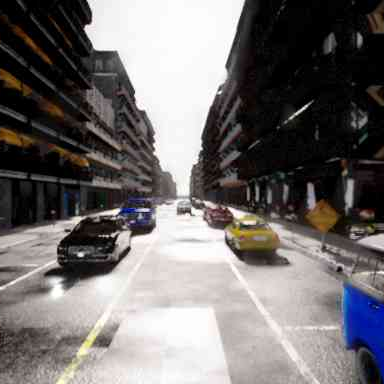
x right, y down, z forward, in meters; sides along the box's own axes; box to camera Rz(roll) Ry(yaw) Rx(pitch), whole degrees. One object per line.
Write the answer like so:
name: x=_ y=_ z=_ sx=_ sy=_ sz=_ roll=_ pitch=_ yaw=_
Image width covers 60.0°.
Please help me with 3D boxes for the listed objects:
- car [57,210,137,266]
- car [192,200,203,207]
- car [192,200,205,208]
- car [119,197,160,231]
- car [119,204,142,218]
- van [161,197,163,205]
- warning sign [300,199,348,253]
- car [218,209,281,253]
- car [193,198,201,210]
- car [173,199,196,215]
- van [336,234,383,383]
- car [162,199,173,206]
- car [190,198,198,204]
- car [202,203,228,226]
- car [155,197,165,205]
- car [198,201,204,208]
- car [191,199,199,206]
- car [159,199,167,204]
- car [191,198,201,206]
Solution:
car: x=-3.391 y=1.652 z=12.333 sx=1.837 sy=1.490 sz=4.892 roll=-1 pitch=-1 yaw=-2
car: x=0.988 y=2.202 z=64.804 sx=1.887 sy=1.381 sz=4.507 roll=-1 pitch=-1 yaw=-2
car: x=1.141 y=2.146 z=59.144 sx=2.008 sy=1.369 sz=4.403 roll=-1 pitch=-1 yaw=-2
car: x=-3.670 y=1.477 z=23.007 sx=2.150 sy=2.045 sz=5.566 roll=-1 pitch=-1 yaw=-2
car: x=-6.626 y=2.007 z=36.297 sx=1.802 sy=1.307 sz=4.206 roll=-1 pitch=-1 yaw=-2
van: x=-7.697 y=2.205 z=75.920 sx=1.690 sy=1.788 sz=3.998 roll=-1 pitch=-1 yaw=-2
warning sign: x=4.781 y=1.182 z=12.164 sx=1.300 sy=1.860 sz=1.060 roll=-1 pitch=-1 yaw=-2
car: x=2.357 y=1.634 z=14.037 sx=1.752 sy=1.417 sz=4.829 roll=0 pitch=-1 yaw=-2
car: x=1.293 y=2.084 z=53.484 sx=2.008 sy=1.369 sz=4.403 roll=-1 pitch=-1 yaw=-2
car: x=-0.928 y=1.952 z=39.408 sx=2.033 sy=1.411 sz=5.357 roll=-1 pitch=-1 yaw=-2
van: x=2.667 y=1.340 z=2.550 sx=1.690 sy=1.788 sz=3.998 roll=0 pitch=-1 yaw=-2
car: x=-4.960 y=2.302 z=74.334 sx=2.033 sy=1.411 sz=5.357 roll=-1 pitch=-1 yaw=-2
car: x=0.375 y=2.370 z=87.439 sx=1.967 sy=1.590 sz=4.097 roll=-1 pitch=-1 yaw=-2
car: x=2.056 y=1.769 z=25.184 sx=1.887 sy=1.381 sz=4.507 roll=-1 pitch=-1 yaw=-2
car: x=-7.851 y=2.250 z=81.577 sx=2.192 sy=1.841 sz=5.009 roll=-1 pitch=-1 yaw=-2
car: x=1.904 y=1.830 z=30.843 sx=1.887 sy=1.381 sz=4.507 roll=-1 pitch=-1 yaw=-2
car: x=0.682 y=2.369 z=76.123 sx=1.802 sy=1.307 sz=4.206 roll=-1 pitch=-1 yaw=-2
car: x=-8.154 y=2.627 z=92.893 sx=1.887 sy=1.381 sz=4.507 roll=-1 pitch=-1 yaw=-2
car: x=0.834 y=2.162 z=70.463 sx=1.967 sy=1.590 sz=4.097 roll=-1 pitch=-1 yaw=-2
